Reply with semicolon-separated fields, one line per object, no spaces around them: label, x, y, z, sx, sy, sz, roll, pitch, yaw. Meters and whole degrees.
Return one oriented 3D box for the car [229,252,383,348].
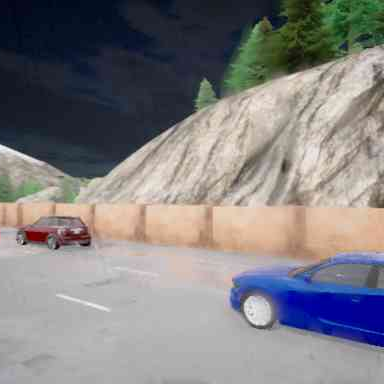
car;3.072;1.838;6.024;5.008;1.535;1.882;-1;-3;36

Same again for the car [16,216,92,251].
car;-7.541;2.075;18.067;4.553;1.767;2.097;-1;-3;36
